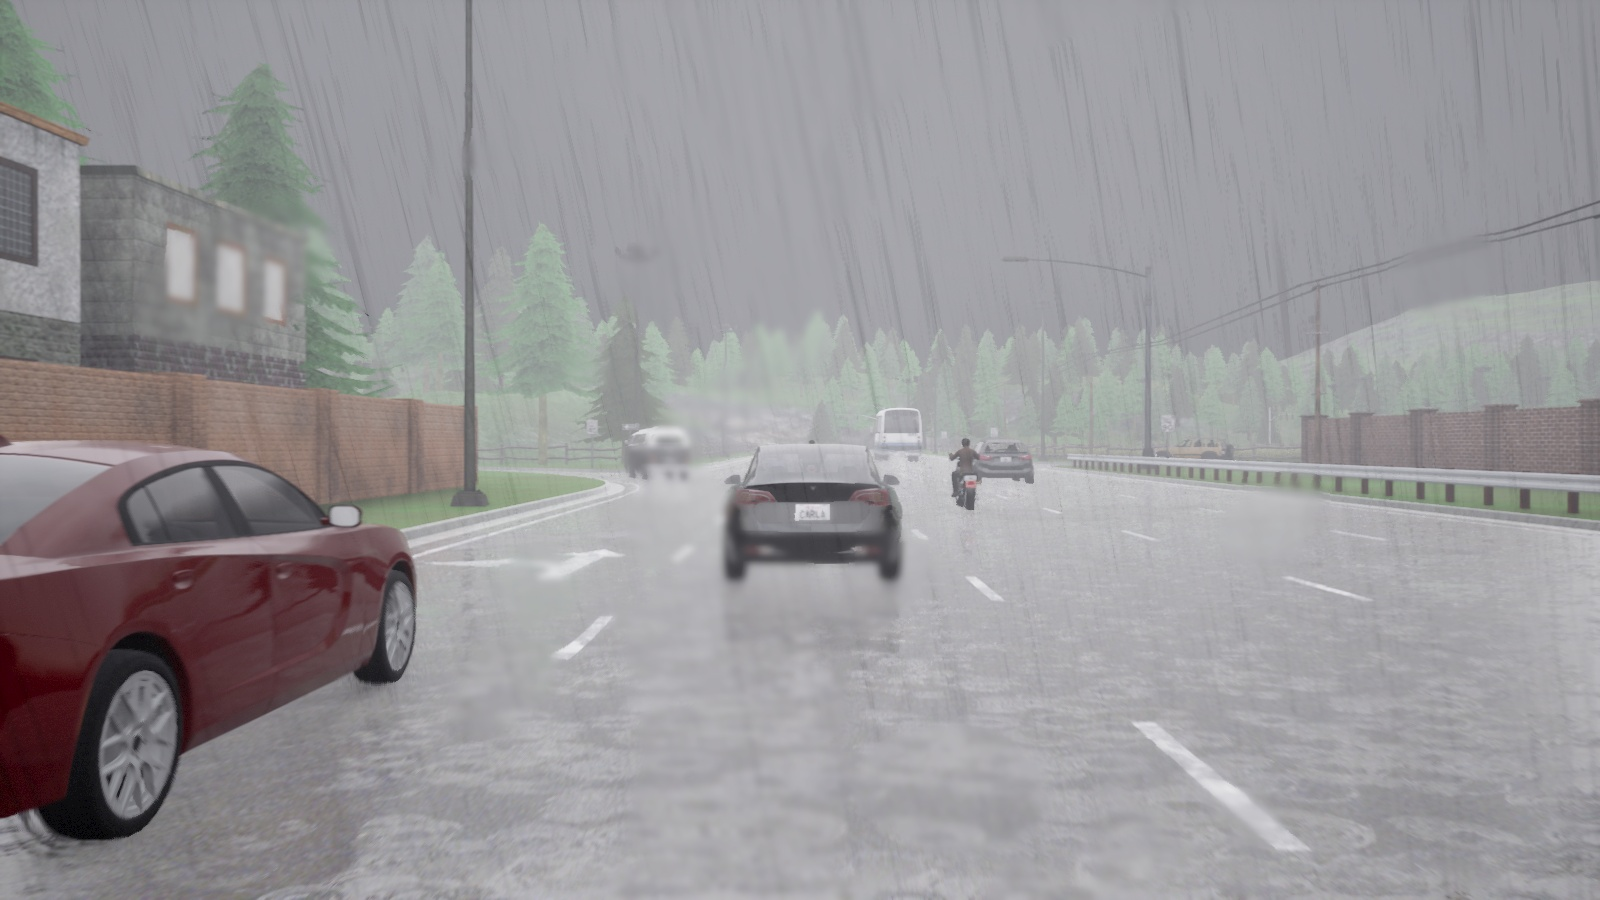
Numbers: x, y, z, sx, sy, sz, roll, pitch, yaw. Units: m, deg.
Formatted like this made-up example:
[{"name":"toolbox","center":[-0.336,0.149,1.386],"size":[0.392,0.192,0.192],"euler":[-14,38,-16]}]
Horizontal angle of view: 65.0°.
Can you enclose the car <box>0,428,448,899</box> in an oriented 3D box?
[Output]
[{"name":"car","center":[-3.428,0.686,6.285],"size":[1.882,1.535,5.008],"euler":[0,0,1]}]

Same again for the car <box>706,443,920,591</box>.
[{"name":"car","center":[0.149,0.662,15.063],"size":[2.163,1.488,4.792],"euler":[0,0,1]}]

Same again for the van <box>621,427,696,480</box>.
[{"name":"van","center":[-5.812,0.171,50.985],"size":[2.069,2.038,4.480],"euler":[1,-1,-19]}]

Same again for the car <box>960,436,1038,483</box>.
[{"name":"car","center":[7.434,0.330,47.417],"size":[2.242,1.667,4.611],"euler":[0,0,1]}]

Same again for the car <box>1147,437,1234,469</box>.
[{"name":"car","center":[23.442,0.157,75.451],"size":[4.605,1.855,1.932],"euler":[0,1,37]}]

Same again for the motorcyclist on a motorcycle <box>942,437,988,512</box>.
[{"name":"motorcyclist on a motorcycle","center":[3.770,0.538,28.813],"size":[0.766,1.649,2.350],"euler":[0,0,1]}]
